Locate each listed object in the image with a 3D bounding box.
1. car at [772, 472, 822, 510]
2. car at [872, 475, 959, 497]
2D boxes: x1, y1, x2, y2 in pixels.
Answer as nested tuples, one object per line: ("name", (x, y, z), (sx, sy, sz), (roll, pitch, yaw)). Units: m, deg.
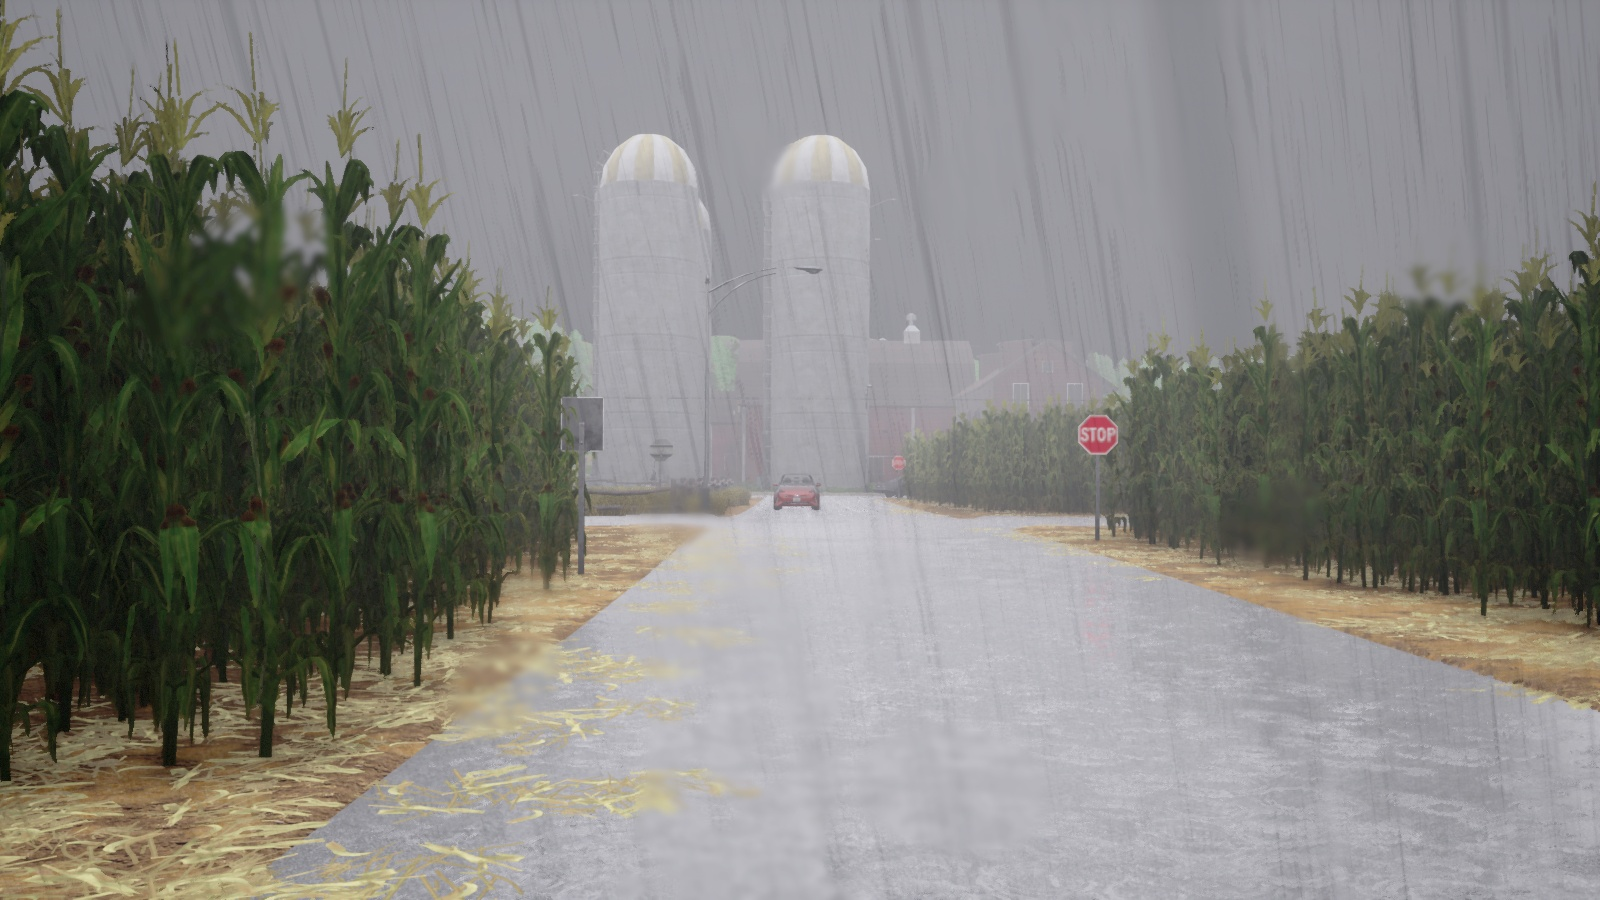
("car", (-0.121, 1.697, 52.413), (2.007, 1.525, 4.514), (0, -1, 0))
("car", (7.570, 2.368, 82.499), (5.357, 1.411, 2.033), (0, -1, -20))
